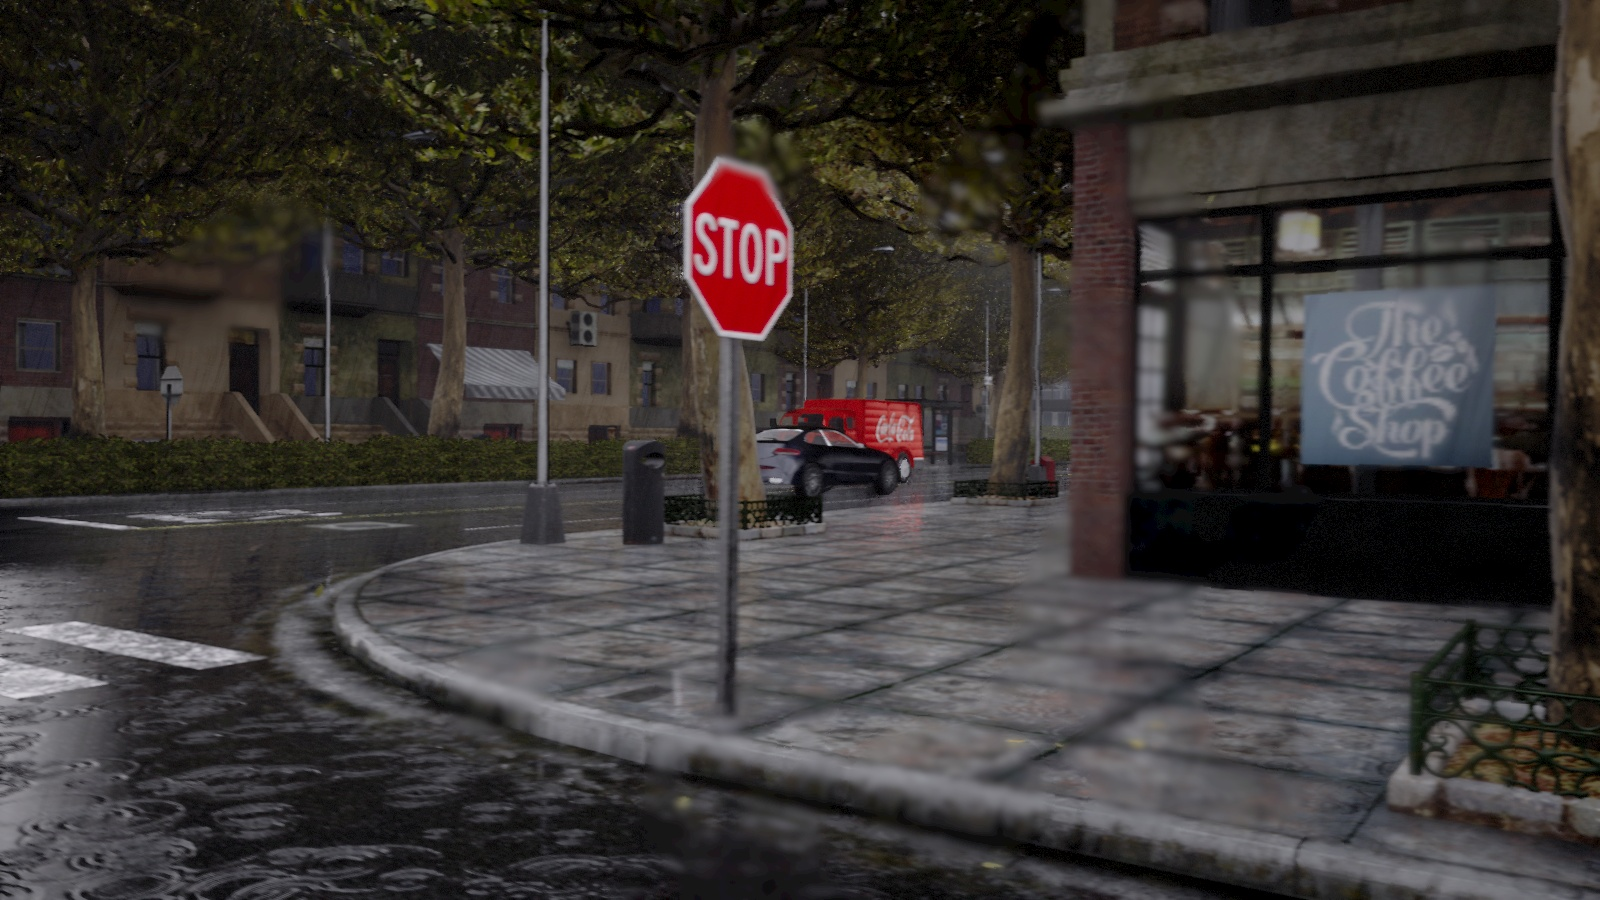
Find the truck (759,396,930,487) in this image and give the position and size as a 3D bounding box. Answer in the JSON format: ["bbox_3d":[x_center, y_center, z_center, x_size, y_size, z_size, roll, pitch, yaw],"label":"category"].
[{"bbox_3d":[1.398,-0.277,36.922,2.627,2.467,5.204,0,1,34],"label":"truck"}]

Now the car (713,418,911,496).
[{"bbox_3d":[0.399,0.102,29.275,2.152,1.651,5.027,0,1,34],"label":"car"}]
